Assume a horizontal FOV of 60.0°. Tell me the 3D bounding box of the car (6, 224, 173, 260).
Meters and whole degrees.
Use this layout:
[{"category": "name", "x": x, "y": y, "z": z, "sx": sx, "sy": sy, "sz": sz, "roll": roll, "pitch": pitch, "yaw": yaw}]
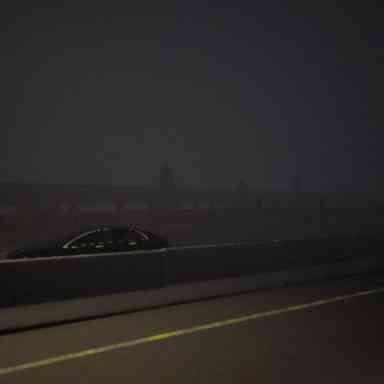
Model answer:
[{"category": "car", "x": -2.995, "y": 1.788, "z": 10.273, "sx": 4.892, "sy": 1.490, "sz": 1.837, "roll": 0, "pitch": -2, "yaw": -29}]
